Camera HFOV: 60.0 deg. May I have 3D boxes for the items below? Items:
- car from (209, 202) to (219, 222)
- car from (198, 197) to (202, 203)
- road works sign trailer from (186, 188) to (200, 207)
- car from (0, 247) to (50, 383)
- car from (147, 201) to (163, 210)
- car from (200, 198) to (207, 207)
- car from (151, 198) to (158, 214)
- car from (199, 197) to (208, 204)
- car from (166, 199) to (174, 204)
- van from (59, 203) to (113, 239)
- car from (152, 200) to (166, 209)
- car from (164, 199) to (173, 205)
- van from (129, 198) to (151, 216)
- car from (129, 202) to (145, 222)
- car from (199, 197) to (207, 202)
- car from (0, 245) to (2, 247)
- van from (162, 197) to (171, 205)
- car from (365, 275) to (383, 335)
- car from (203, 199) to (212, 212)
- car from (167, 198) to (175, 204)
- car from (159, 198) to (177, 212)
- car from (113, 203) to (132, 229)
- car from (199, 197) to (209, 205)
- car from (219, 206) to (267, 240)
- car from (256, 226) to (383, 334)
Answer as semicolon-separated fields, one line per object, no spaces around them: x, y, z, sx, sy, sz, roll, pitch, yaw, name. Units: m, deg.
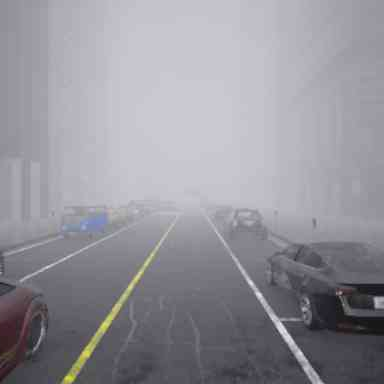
2.787;1.842;29.361;1.947;1.339;4.313;0;-1;0;car
2.823;2.102;68.816;1.967;1.590;4.097;0;-1;0;car
0.061;1.088;65.081;2.380;3.560;2.880;0;-1;0;road works sign trailer
-3.097;1.595;3.231;1.994;1.385;4.181;0;-1;0;car
-5.717;2.059;51.909;1.947;1.339;4.313;0;-1;0;car
2.813;2.131;57.542;1.802;1.307;4.206;0;-1;0;car
-5.728;1.824;40.636;1.967;1.590;4.097;0;-1;0;car
2.838;2.151;85.724;2.192;1.841;5.009;0;-1;0;car
-5.686;2.417;85.726;1.802;1.307;4.206;0;-1;0;car
-5.749;1.509;18.092;1.690;1.788;3.998;0;-1;0;van
-5.712;2.114;57.545;1.947;1.339;4.313;0;-1;0;car
-5.691;2.300;79.920;1.752;1.417;4.829;0;-1;0;car
-5.734;1.670;35.001;1.690;1.788;3.998;0;-1;0;van
-5.738;1.826;29.363;2.008;1.369;4.403;0;-1;0;car
2.818;2.187;63.179;1.802;1.307;4.206;0;-1;0;car
-5.759;1.504;6.819;1.967;1.590;4.097;0;-1;0;car
-5.697;2.059;74.456;1.690;1.788;3.998;0;-1;0;van
2.761;1.557;1.182;1.887;1.381;4.507;0;-1;0;car
2.803;2.022;46.270;1.802;1.307;4.206;0;-1;0;car
-5.681;2.461;91.363;1.947;1.339;4.313;0;-1;0;car
-3.043;1.935;45.341;1.837;1.490;4.892;0;-1;0;car
-5.743;1.745;23.557;1.752;1.417;4.829;0;-1;0;car
2.833;2.092;80.088;2.192;1.841;5.009;0;-1;0;car
2.776;1.609;18.090;1.967;1.590;4.097;0;-1;0;car
2.766;1.631;6.818;1.947;1.339;4.313;0;-1;0;car
